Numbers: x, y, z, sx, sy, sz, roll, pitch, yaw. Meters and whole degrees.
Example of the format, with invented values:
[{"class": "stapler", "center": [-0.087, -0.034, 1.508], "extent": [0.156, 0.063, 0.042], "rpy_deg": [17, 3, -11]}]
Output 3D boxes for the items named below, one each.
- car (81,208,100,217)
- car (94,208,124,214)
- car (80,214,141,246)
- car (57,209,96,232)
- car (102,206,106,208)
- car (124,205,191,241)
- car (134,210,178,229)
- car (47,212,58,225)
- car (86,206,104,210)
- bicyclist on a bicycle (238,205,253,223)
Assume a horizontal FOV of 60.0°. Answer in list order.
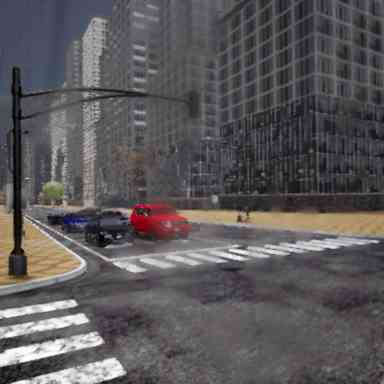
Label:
[{"class": "car", "center": [-16.170, 3.223, 52.848], "extent": [1.994, 1.385, 4.181], "rpy_deg": [0, -1, -29]}, {"class": "car", "center": [-7.072, 2.428, 29.674], "extent": [1.837, 1.490, 4.892], "rpy_deg": [0, -2, -29]}, {"class": "car", "center": [-4.723, 2.182, 18.856], "extent": [1.994, 1.385, 4.181], "rpy_deg": [0, -2, -29]}, {"class": "car", "center": [-9.650, 2.453, 27.624], "extent": [1.812, 1.442, 4.674], "rpy_deg": [0, -2, -30]}, {"class": "car", "center": [-15.956, 3.290, 58.940], "extent": [2.128, 1.511, 4.902], "rpy_deg": [0, -2, -29]}, {"class": "car", "center": [-2.165, 1.836, 20.935], "extent": [2.150, 2.045, 5.566], "rpy_deg": [0, -2, -29]}, {"class": "car", "center": [-3.371, 2.405, 30.150], "extent": [2.033, 1.411, 5.357], "rpy_deg": [0, -2, -29]}, {"class": "car", "center": [-14.670, 2.844, 36.575], "extent": [1.895, 1.301, 4.718], "rpy_deg": [0, -2, -29]}, {"class": "car", "center": [-12.034, 2.739, 38.521], "extent": [1.837, 1.490, 4.892], "rpy_deg": [0, -2, -29]}, {"class": "bicyclist on a bicycle", "center": [4.909, 1.995, 30.499], "extent": [1.656, 1.620, 0.582], "rpy_deg": [-1, -1, -29]}]
